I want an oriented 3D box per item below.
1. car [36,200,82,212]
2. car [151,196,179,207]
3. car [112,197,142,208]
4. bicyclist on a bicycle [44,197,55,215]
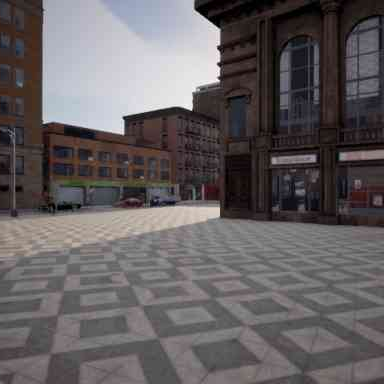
[{"bbox_3d":[-15.157,1.569,38.060,1.895,1.301,4.718,0,0,36],"label":"car"},{"bbox_3d":[-3.873,1.307,48.233,2.097,1.767,4.553,0,0,36],"label":"car"},{"bbox_3d":[-9.020,1.482,46.542,1.812,1.442,4.674,0,0,36],"label":"car"},{"bbox_3d":[-13.015,1.285,30.370,1.656,1.620,0.582,0,0,36],"label":"bicyclist on a bicycle"}]
